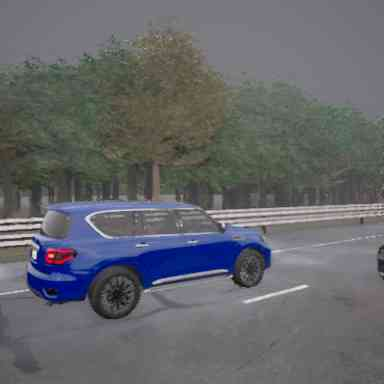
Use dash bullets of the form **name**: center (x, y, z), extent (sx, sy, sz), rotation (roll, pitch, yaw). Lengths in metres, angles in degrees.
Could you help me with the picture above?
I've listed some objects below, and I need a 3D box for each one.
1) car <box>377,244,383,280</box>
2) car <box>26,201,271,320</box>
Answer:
- **car**: center (6.547, 1.511, 8.407), extent (4.892, 1.490, 1.837), rotation (0, 0, -35)
- **car**: center (-0.666, 1.224, 7.566), extent (5.566, 2.045, 2.150), rotation (0, 0, -36)
